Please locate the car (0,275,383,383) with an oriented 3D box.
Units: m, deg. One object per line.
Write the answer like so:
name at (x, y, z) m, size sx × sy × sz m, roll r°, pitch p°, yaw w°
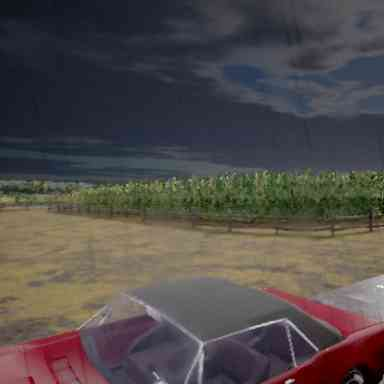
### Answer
car at (-0.212, 1.595, 2.916) m, size 4.718 × 1.301 × 1.895 m, roll 0°, pitch 0°, yaw -35°
